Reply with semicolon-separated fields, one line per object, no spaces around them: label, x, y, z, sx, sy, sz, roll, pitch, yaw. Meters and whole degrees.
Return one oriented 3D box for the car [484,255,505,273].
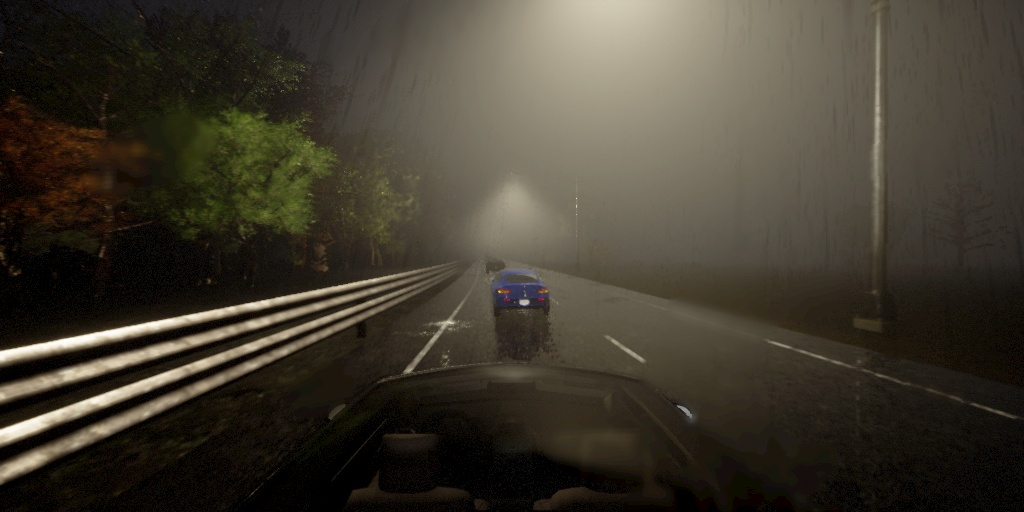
car;-1.710;0.952;36.939;1.882;1.535;5.008;0;0;-5

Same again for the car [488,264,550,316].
car;0.187;1.184;12.928;1.812;1.442;4.674;0;0;-5
